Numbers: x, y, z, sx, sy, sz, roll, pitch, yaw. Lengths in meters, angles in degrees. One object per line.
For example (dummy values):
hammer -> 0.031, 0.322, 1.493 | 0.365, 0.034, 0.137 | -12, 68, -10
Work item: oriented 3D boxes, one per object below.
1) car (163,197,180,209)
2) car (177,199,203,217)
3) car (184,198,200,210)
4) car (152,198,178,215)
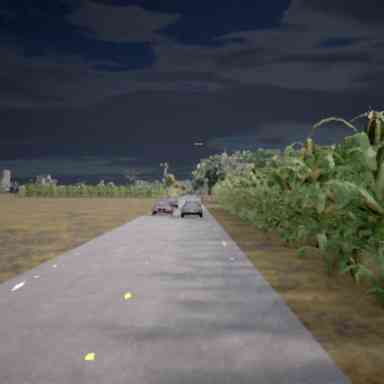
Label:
car -> -2.769, 1.484, 45.691 | 2.033, 1.411, 5.357 | 0, 0, 0
car -> 0.000, 1.522, 30.287 | 1.994, 1.385, 4.181 | 0, 0, 1
car -> 0.030, 1.539, 43.614 | 1.895, 1.301, 4.718 | 0, 0, 0
car -> -2.768, 1.519, 32.582 | 1.994, 1.385, 4.181 | 0, 0, 0
